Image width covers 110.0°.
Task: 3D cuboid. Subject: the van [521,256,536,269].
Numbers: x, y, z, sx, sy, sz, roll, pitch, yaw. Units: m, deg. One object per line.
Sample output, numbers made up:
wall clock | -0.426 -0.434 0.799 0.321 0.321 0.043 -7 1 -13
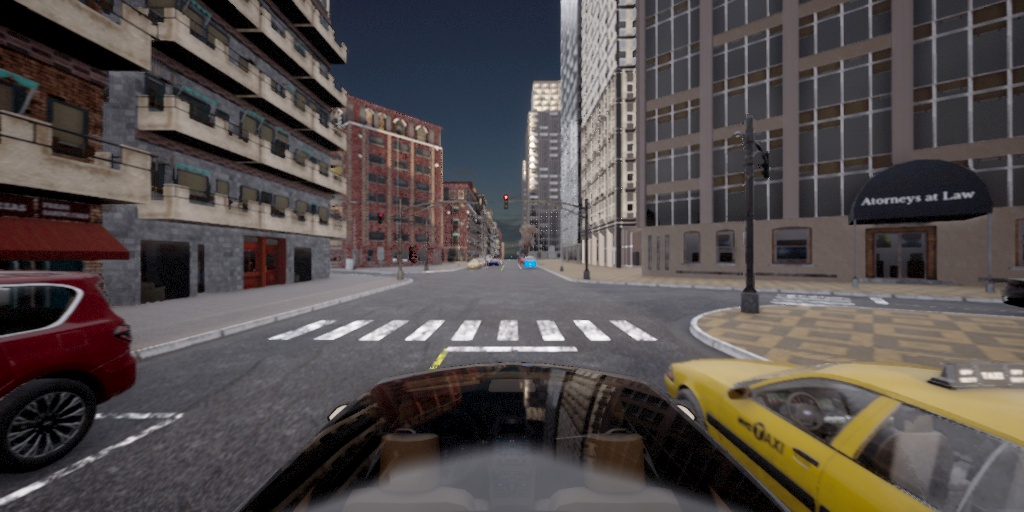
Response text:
van | 2.532 0.940 51.045 1.690 1.789 3.998 0 0 0

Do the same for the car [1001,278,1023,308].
car | 16.814 1.039 9.298 4.892 1.490 1.837 0 0 41

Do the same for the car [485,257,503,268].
car | -2.843 1.188 58.099 1.895 1.301 4.718 0 0 0

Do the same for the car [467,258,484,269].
car | -5.348 1.126 50.870 1.751 1.417 4.829 0 0 0

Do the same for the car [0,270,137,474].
car | -5.314 1.064 2.041 2.192 1.841 5.009 0 0 0

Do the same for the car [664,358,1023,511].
car | 2.566 1.274 2.223 1.751 1.417 4.829 0 0 0

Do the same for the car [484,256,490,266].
car | -5.356 1.021 62.146 1.967 1.591 4.097 0 0 0
